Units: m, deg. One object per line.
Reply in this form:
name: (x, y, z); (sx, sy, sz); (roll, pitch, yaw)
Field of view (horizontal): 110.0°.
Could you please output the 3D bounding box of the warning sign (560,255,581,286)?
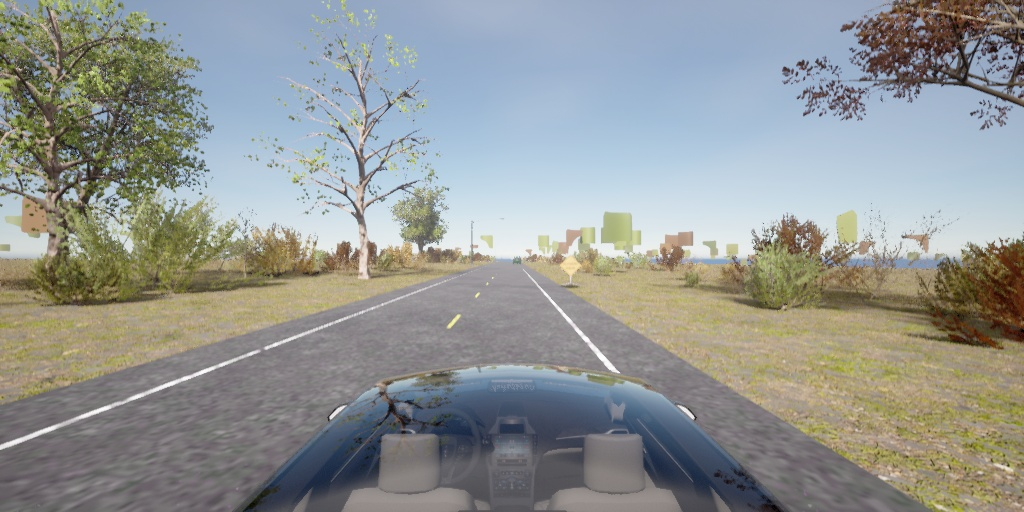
warning sign: (3.550, 0.856, 21.704); (1.300, 1.860, 1.060); (0, 0, 0)
